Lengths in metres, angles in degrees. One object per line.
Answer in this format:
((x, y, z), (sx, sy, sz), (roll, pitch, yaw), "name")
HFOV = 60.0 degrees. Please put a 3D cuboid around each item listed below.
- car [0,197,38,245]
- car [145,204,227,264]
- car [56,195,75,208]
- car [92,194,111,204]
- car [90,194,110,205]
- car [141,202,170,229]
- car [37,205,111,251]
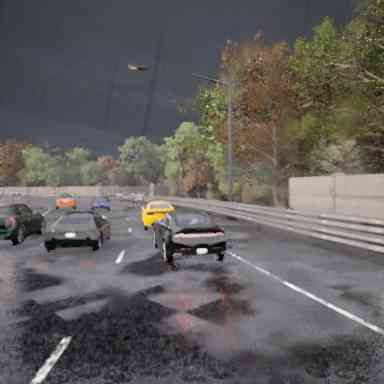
((-8.278, 1.272, 15.093), (2.097, 1.767, 4.553), (0, 0, -8), "car")
((-0.244, 1.403, 11.555), (2.128, 1.511, 4.902), (0, 1, -12), "car")
((-15.448, 1.108, 40.648), (2.097, 1.767, 4.553), (0, 0, -22), "car")
((-15.168, 1.145, 55.467), (1.837, 1.490, 4.892), (0, 0, -30), "car")
((-10.339, 1.305, 37.322), (2.033, 1.411, 5.357), (0, 0, -20), "car")
((-2.074, 1.328, 20.435), (1.882, 1.535, 5.008), (0, 0, -10), "car")
((-4.548, 1.477, 13.753), (1.994, 1.385, 4.181), (0, 0, -7), "car")
